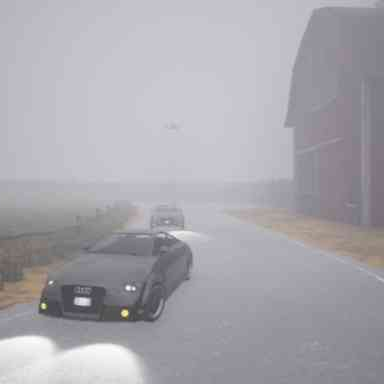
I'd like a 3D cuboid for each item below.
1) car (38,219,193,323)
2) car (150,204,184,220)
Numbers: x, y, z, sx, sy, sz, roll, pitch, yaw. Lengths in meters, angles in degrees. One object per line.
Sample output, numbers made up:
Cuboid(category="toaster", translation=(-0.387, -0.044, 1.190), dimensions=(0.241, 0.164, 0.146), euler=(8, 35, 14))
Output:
Cuboid(category="car", translation=(-1.297, 1.538, 7.204), dimensions=(1.994, 1.385, 4.181), euler=(0, 0, 13))
Cuboid(category="car", translation=(-1.560, 1.461, 20.366), dimensions=(1.994, 1.385, 4.181), euler=(0, 0, -5))
